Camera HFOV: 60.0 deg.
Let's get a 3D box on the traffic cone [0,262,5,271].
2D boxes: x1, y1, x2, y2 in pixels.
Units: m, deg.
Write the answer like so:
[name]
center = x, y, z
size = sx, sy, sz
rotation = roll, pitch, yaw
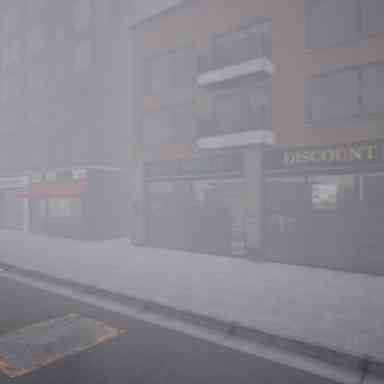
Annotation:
[traffic cone]
center = -6.047, 2.149, 10.328
size = 0.340, 0.580, 0.340
rotation = -1, -2, 37
